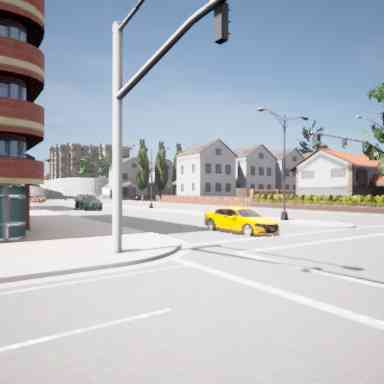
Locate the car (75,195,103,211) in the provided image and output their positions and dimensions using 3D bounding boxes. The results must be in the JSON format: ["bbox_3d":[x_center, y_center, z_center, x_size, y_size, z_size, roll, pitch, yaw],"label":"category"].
[{"bbox_3d":[-12.933,1.383,41.387,2.150,2.045,5.566,0,1,-35],"label":"car"}]

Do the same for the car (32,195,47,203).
[{"bbox_3d":[-31.053,1.402,67.637,2.097,1.767,4.553,0,0,-35],"label":"car"}]

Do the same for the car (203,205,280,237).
[{"bbox_3d":[2.663,1.571,18.810,1.882,1.535,5.008,0,1,-35],"label":"car"}]
